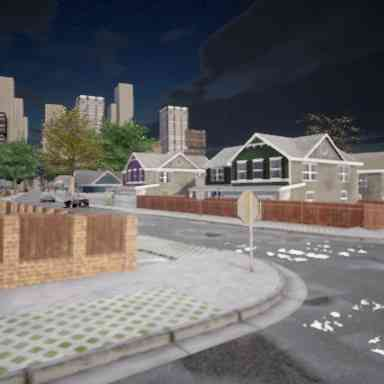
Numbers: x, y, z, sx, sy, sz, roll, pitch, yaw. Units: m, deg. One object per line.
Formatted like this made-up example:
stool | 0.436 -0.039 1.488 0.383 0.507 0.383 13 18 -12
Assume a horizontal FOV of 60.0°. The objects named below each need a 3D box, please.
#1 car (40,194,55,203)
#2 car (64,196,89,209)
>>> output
car | -24.049 1.081 55.410 1.994 1.385 4.181 -1 1 -31
car | -13.633 1.178 39.138 1.882 1.535 5.008 -1 1 -35
